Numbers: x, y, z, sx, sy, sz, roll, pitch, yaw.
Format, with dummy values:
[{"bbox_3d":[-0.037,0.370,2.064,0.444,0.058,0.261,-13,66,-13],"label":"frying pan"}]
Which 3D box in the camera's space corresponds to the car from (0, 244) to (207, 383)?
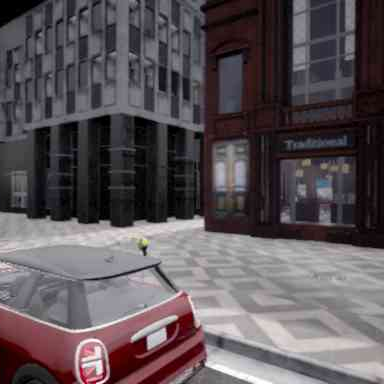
[{"bbox_3d":[-1.918,1.422,4.329,4.097,1.590,1.967,0,0,36],"label":"car"}]
